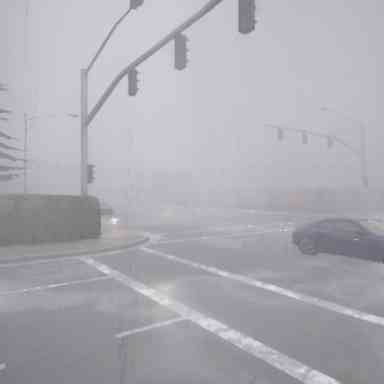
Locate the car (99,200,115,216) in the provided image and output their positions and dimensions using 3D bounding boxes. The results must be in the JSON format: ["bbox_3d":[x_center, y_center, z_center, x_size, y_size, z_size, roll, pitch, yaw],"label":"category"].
[{"bbox_3d":[-9.003,1.514,31.648,1.882,1.535,5.008,0,1,-35],"label":"car"}]

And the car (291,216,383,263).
[{"bbox_3d":[5.488,1.549,11.045,1.812,1.442,4.674,0,0,-35],"label":"car"}]
